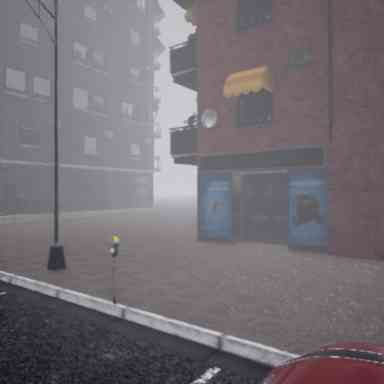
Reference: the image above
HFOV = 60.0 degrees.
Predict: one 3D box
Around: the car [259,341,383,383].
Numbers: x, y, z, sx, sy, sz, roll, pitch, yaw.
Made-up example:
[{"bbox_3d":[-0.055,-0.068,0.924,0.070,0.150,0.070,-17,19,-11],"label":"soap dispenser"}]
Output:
[{"bbox_3d":[2.044,1.439,1.419,4.097,1.590,1.967,0,0,35],"label":"car"}]
